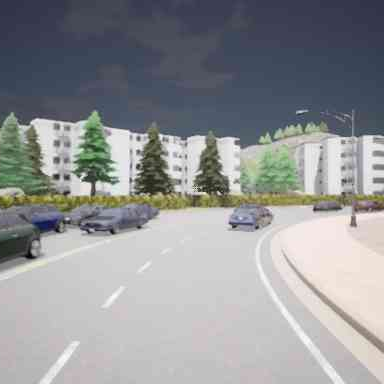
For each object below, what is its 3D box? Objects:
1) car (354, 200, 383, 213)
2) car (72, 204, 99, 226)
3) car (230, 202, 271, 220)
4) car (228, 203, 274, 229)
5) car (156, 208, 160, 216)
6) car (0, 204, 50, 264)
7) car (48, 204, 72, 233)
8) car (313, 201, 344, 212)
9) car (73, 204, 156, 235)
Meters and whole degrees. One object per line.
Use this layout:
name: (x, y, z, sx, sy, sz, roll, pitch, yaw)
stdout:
car: (21.355, 1.727, 39.943, 4.674, 1.442, 1.812, 0, 0, -28)
car: (-7.165, 1.634, 23.277, 2.128, 1.511, 4.902, 0, 0, 21)
car: (5.509, 1.721, 30.985, 1.994, 1.385, 4.181, 0, 0, 37)
car: (4.087, 1.662, 22.487, 2.033, 1.411, 5.357, 0, 0, 26)
car: (-4.788, 1.692, 28.225, 2.033, 1.411, 5.357, 0, 0, 28)
car: (-6.535, 1.404, 9.900, 2.097, 1.767, 4.553, 0, 0, 6)
car: (-8.754, 1.442, 17.497, 2.097, 1.767, 4.553, 0, 0, 15)
car: (17.055, 1.773, 41.531, 4.181, 1.385, 1.994, 0, 0, -32)
car: (-4.435, 1.651, 20.102, 2.033, 1.411, 5.357, 0, 0, 19)
